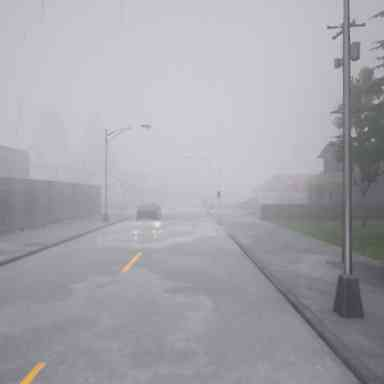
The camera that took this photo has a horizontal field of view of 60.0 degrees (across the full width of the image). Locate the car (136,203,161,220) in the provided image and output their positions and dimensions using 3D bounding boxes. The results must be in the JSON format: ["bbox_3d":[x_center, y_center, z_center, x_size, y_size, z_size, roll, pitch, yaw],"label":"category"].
[{"bbox_3d":[-3.993,1.769,31.258,1.882,1.535,5.008,0,-1,0],"label":"car"}]
